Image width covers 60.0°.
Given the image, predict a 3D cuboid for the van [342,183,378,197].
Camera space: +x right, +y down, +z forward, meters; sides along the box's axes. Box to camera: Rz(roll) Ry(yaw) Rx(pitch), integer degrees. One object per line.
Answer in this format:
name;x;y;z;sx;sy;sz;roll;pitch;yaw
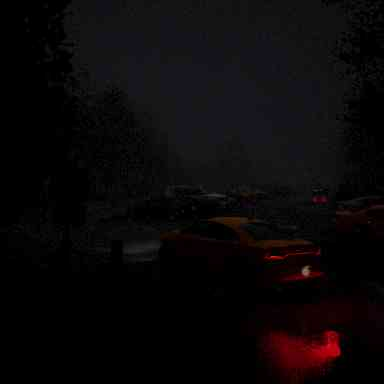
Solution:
van;23.662;-0.327;46.954;4.442;1.987;1.878;1;2;24

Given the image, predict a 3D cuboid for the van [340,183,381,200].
van;21.173;-0.145;41.985;4.442;1.987;1.878;1;2;24

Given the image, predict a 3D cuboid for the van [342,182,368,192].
van;31.688;-0.970;64.733;4.442;1.987;1.878;1;2;24

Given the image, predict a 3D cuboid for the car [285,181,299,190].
car;18.507;-0.859;67.627;4.892;1.521;2.231;1;2;24

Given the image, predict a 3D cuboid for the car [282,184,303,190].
car;24.222;-1.277;80.270;4.674;1.452;2.002;1;2;24

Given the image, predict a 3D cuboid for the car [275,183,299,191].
car;20.767;-1.169;72.691;4.553;1.767;2.185;1;2;24

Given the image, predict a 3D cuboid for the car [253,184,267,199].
car;5.840;0.174;40.003;5.366;1.575;1.946;1;3;24

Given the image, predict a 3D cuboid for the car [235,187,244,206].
car;1.563;0.644;29.629;5.366;1.575;1.946;1;3;24

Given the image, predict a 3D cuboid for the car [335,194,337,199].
car;11.004;1.111;19.282;4.792;1.488;2.163;1;3;24

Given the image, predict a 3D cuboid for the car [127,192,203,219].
car;-2.057;1.020;22.134;4.792;1.488;2.163;1;3;24

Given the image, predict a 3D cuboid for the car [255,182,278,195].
car;9.410;-0.251;47.378;4.553;1.767;2.185;1;2;24

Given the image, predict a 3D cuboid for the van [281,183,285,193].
van;11.770;-0.535;52.395;4.442;1.987;1.878;1;2;24

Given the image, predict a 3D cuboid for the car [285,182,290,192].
car;13.920;-0.465;57.522;4.792;1.488;2.163;1;2;24

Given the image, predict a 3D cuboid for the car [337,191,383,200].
car;9.971;1.067;16.841;4.553;1.767;2.185;1;3;24

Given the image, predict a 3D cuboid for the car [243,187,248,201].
car;2.541;0.530;32.231;4.892;1.521;2.231;1;3;24

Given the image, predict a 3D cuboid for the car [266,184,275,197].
car;7.269;0.075;42.267;5.366;1.575;1.946;1;3;24

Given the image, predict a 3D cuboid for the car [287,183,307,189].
car;27.660;-1.531;87.823;4.792;1.488;2.163;1;2;24

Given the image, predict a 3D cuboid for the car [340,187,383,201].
car;20.167;0.209;39.432;4.792;1.488;2.163;1;2;24

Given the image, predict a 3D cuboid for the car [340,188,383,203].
car;19.081;0.308;37.028;4.792;1.488;2.163;1;3;24

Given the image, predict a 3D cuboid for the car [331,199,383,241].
car;8.799;1.307;14.338;5.008;1.535;2.097;1;3;24

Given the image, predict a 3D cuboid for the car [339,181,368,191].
car;34.973;-1.271;72.362;5.566;2.045;2.435;1;2;24

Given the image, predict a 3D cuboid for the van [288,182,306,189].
van;28.673;-1.836;90.413;4.442;1.987;1.878;1;1;24

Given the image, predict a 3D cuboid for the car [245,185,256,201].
car;3.508;0.407;34.837;5.366;1.575;1.946;1;3;24

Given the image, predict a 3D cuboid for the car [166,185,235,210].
car;0.277;0.509;27.154;5.566;2.045;2.435;1;3;24

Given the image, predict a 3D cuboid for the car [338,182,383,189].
car;15.612;0.370;29.335;5.566;2.045;2.435;1;3;24

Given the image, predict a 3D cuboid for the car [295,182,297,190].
car;17.377;-0.767;65.093;4.892;1.521;2.231;1;2;24

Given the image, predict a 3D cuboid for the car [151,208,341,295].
car;0.915;1.374;8.545;1.882;1.535;5.008;2;-1;-31

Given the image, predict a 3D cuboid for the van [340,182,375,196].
van;24.589;-0.422;49.574;4.442;1.987;1.878;1;2;24

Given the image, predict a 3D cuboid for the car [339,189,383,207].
car;16.700;0.535;31.893;4.792;1.488;2.163;1;3;24

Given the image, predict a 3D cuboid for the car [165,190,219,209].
car;-0.884;0.876;24.647;5.008;1.535;2.097;1;3;24

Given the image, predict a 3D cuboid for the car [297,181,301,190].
car;19.485;-0.957;70.230;5.366;1.575;1.946;1;2;24

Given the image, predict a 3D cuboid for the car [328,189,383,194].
car;13.140;0.845;24.390;5.366;1.575;1.946;1;3;24

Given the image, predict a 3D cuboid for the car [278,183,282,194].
car;10.548;-0.190;49.910;4.792;1.488;2.163;1;2;24

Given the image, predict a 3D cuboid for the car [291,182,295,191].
car;16.060;-0.683;62.643;5.366;1.575;1.946;1;2;24

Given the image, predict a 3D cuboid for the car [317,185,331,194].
car;22.545;-0.463;56.775;1.882;1.535;5.008;1;2;24

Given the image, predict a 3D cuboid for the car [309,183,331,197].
car;18.311;-0.110;47.396;2.128;1.511;4.902;1;2;24

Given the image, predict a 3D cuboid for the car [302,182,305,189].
car;23.074;-1.226;77.743;5.008;1.535;2.097;1;2;24

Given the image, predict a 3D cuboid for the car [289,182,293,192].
car;15.061;-0.557;60.051;4.792;1.488;2.163;1;2;24

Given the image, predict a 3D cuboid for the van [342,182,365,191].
van;36.244;-1.335;74.827;4.442;1.987;1.878;1;2;24

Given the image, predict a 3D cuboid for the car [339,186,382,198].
car;22.422;-0.012;44.485;5.008;1.535;2.097;1;2;24

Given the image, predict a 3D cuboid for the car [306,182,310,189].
car;26.529;-1.751;85.307;5.566;2.045;2.435;1;2;24

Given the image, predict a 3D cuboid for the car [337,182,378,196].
car;25.809;-0.537;52.059;5.566;2.045;2.435;1;2;24

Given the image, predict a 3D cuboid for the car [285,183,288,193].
car;12.778;-0.374;54.993;4.792;1.488;2.163;1;2;24
